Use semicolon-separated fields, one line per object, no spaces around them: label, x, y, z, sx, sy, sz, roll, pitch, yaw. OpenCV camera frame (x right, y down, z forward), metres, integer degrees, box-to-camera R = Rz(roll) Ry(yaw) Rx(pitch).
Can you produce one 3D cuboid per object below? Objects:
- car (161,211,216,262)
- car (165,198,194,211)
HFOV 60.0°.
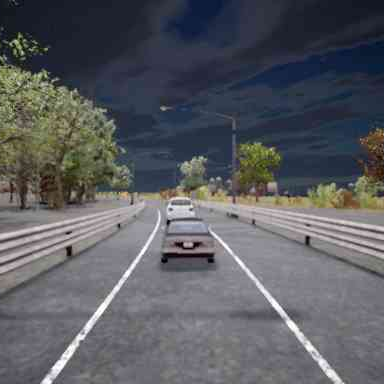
car;-0.190;1.672;12.638;2.033;1.411;5.357;0;-1;-2
car;-1.020;1.491;27.769;2.150;2.045;5.566;0;0;-4
